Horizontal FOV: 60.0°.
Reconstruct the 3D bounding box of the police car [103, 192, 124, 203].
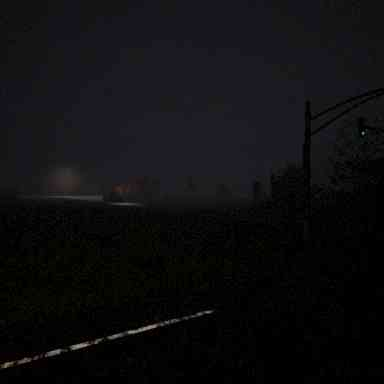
[{"bbox_3d":[-11.733,0.821,49.841,2.038,1.542,4.974,1,0,-32],"label":"police car"}]
